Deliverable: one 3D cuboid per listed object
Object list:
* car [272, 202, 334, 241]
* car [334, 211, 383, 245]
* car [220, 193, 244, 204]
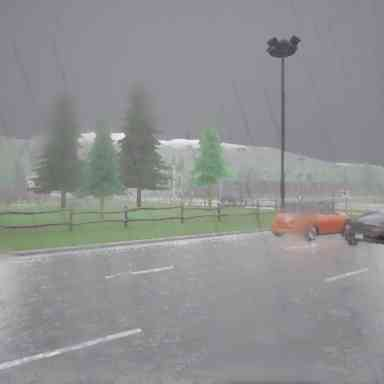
[{"bbox_3d":[6.212,1.365,16.898,4.553,1.767,2.097,0,0,-35],"label":"car"},{"bbox_3d":[8.269,1.532,14.066,4.674,1.442,1.812,0,0,-35],"label":"car"},{"bbox_3d":[7.891,1.325,66.611,2.150,2.045,5.566,0,0,-35],"label":"car"}]
